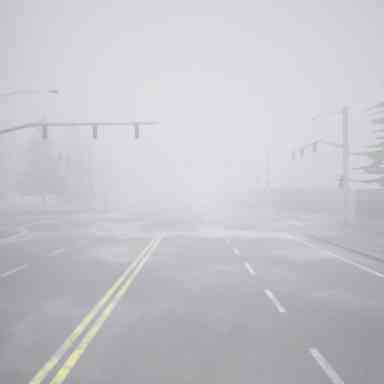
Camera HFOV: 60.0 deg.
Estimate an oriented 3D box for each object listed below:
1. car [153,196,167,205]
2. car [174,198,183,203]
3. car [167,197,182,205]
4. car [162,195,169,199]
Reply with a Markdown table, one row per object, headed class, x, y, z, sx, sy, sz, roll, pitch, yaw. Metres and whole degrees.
| class | x | y | z | sx | sy | sz | roll | pitch | yaw |
| --- | --- | --- | --- | --- | --- | --- | --- | --- | --- |
| car | -6.993 | 2.049 | 70.237 | 1.812 | 1.442 | 4.674 | 0 | 0 | 0 |
| car | -3.491 | 2.149 | 85.994 | 1.994 | 1.385 | 4.181 | 0 | 0 | 0 |
| car | -3.493 | 2.065 | 70.235 | 2.033 | 1.411 | 5.357 | 0 | 0 | 0 |
| car | -6.991 | 1.822 | 85.967 | 2.150 | 2.045 | 5.566 | 0 | 0 | 0 |
